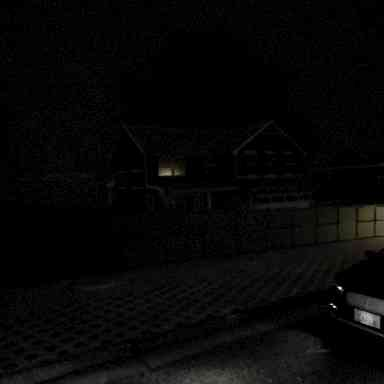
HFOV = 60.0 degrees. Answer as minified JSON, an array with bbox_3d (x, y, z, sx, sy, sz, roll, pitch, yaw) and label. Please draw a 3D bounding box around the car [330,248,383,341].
[{"bbox_3d":[4.520,1.515,5.974,4.902,1.511,2.128,0,0,-32],"label":"car"}]
